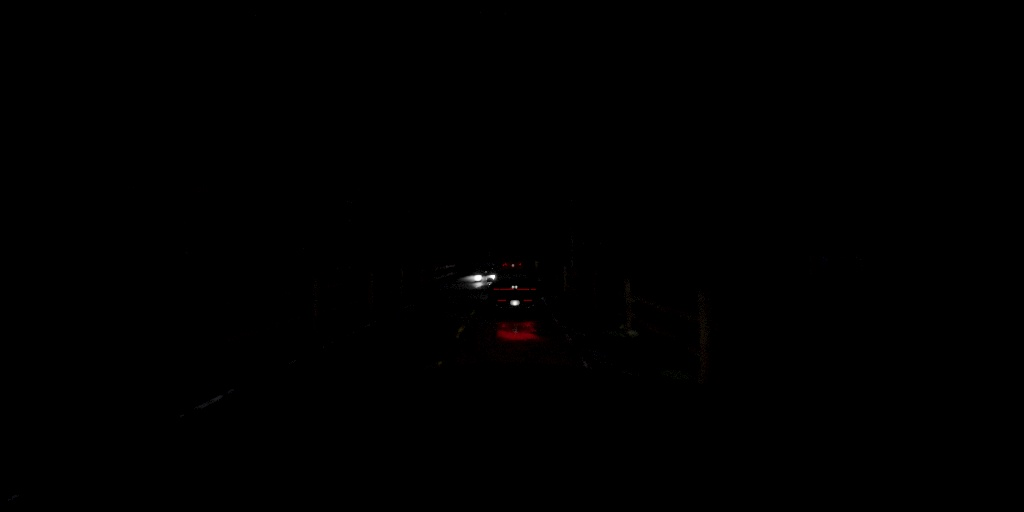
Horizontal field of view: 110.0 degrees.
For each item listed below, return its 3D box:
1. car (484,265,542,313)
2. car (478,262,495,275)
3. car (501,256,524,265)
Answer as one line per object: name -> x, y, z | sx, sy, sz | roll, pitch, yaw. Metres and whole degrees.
car -> 0.097, 1.257, 13.965 | 1.837, 1.490, 4.892 | 0, 0, 0
car -> -2.757, 1.368, 40.038 | 1.895, 1.301, 4.718 | 0, 0, 0
car -> 0.093, 0.986, 36.649 | 2.150, 2.045, 5.566 | 0, 0, 0
